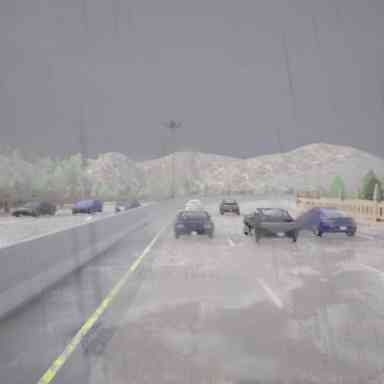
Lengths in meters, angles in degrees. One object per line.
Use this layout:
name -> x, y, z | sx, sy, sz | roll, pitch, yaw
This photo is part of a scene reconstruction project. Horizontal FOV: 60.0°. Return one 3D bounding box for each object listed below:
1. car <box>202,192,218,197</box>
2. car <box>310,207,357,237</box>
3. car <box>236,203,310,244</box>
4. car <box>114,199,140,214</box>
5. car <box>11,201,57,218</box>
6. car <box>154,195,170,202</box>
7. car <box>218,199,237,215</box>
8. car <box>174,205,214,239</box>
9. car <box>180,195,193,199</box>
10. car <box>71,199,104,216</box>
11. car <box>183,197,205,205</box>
car -> 4.109, 1.034, 76.064 | 2.150, 2.045, 5.566 | 0, 0, 26
car -> 7.099, 1.527, 17.909 | 1.812, 1.442, 4.674 | 0, 0, 0
car -> 3.599, 1.492, 15.864 | 2.128, 1.511, 4.902 | 0, 0, 0
car -> -6.793, 1.494, 35.266 | 2.128, 1.511, 4.902 | 0, 0, 3
car -> -14.020, 1.550, 30.009 | 2.033, 1.411, 5.357 | 0, 0, 1
car -> -6.269, 1.465, 70.093 | 1.882, 1.535, 5.008 | 0, 0, 20
car -> 3.788, 1.493, 34.013 | 2.128, 1.511, 4.902 | 0, 0, 2
car -> 0.099, 1.602, 17.444 | 1.895, 1.301, 4.718 | 0, 0, 0
car -> -1.088, 1.488, 73.335 | 1.837, 1.490, 4.892 | 0, 0, 23
car -> -10.391, 1.480, 33.346 | 1.882, 1.535, 5.008 | 0, 0, 3
car -> 0.340, 1.528, 35.260 | 1.812, 1.442, 4.674 | 0, 0, 3
